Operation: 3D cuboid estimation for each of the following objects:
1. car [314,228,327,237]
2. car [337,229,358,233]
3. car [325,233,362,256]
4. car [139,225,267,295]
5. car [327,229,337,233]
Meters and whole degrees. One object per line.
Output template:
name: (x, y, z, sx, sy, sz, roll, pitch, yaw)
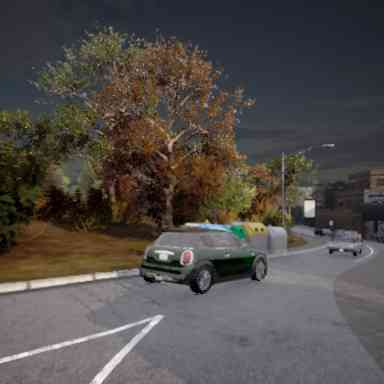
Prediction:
car: (22.495, 6.900, 57.135, 2.033, 1.411, 5.357, 0, -3, 4)
car: (17.471, 5.016, 36.760, 2.097, 1.767, 4.553, 0, -6, 23)
car: (11.640, 4.002, 25.178, 1.895, 1.301, 4.718, -1, -6, 32)
car: (0.583, 1.977, 10.623, 2.097, 1.767, 4.553, -2, -7, 40)
car: (20.502, 5.899, 46.004, 2.097, 1.767, 4.553, 0, -5, 14)
